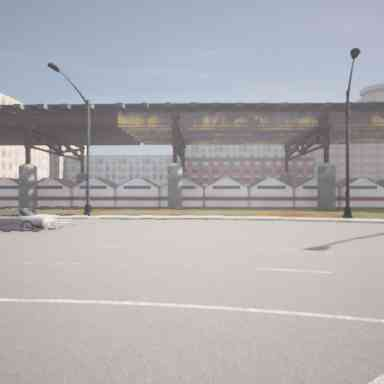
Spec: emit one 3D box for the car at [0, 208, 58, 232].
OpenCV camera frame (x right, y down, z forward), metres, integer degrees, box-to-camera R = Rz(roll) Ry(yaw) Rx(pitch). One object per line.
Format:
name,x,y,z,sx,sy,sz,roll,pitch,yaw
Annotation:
car,-10.585,1.604,19.538,4.718,1.301,1.895,0,0,0
